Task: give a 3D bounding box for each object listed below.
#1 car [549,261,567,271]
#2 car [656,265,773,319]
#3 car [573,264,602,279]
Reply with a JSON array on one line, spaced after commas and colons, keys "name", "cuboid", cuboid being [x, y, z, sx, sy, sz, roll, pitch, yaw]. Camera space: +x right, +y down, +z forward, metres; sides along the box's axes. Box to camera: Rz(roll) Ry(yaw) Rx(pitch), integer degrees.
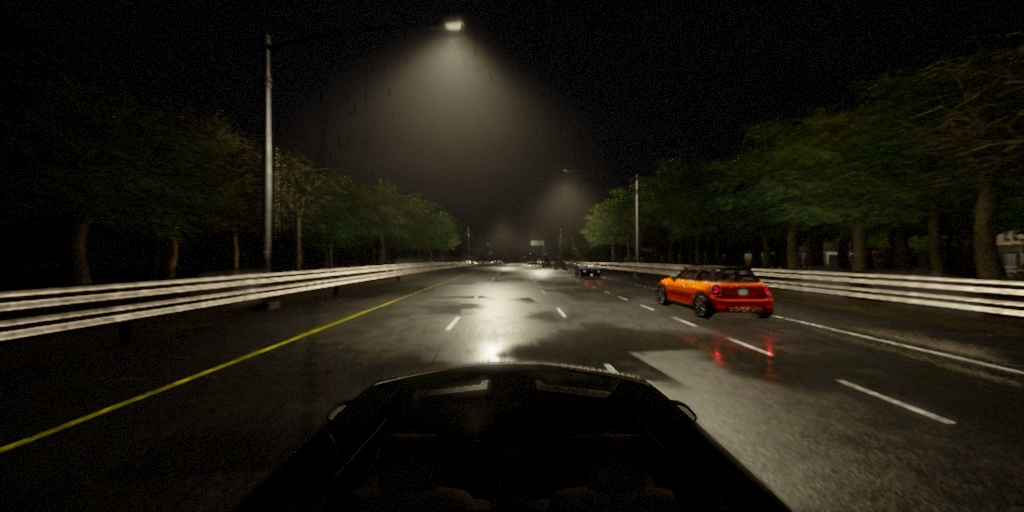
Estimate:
[{"name": "car", "cuboid": [7.150, 1.504, 54.336, 1.837, 1.490, 4.892, 0, -1, 0]}, {"name": "car", "cuboid": [7.007, 1.106, 12.991, 2.097, 1.767, 4.553, 0, 0, 0]}, {"name": "car", "cuboid": [7.055, 1.421, 34.003, 1.895, 1.301, 4.718, 0, 0, 0]}]
